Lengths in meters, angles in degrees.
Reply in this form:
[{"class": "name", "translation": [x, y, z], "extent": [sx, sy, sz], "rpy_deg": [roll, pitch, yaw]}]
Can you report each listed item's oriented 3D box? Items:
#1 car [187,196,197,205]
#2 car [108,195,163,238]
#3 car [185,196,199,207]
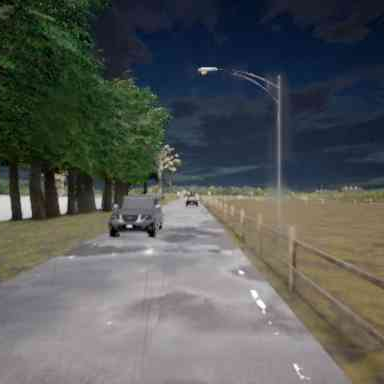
[{"class": "car", "translation": [-0.024, 1.502, 61.329], "extent": [1.882, 1.535, 5.008], "rpy_deg": [0, 0, 0]}, {"class": "car", "translation": [-2.811, 1.194, 17.804], "extent": [2.150, 2.045, 5.566], "rpy_deg": [0, 0, 0]}, {"class": "car", "translation": [-0.020, 1.475, 50.829], "extent": [1.882, 1.535, 5.008], "rpy_deg": [0, 0, 0]}]
